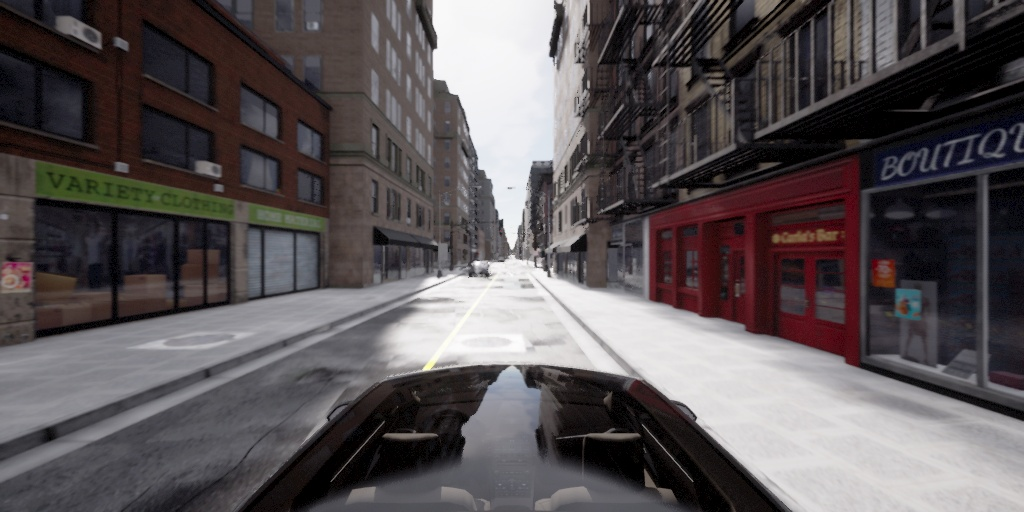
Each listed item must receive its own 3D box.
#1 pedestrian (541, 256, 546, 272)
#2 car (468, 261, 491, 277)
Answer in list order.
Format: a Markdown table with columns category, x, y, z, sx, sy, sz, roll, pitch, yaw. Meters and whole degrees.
| category | x | y | z | sx | sy | sz | roll | pitch | yaw |
| --- | --- | --- | --- | --- | --- | --- | --- | --- | --- |
| pedestrian | 3.619 | 0.859 | 41.238 | 0.375 | 1.860 | 0.375 | 0 | 0 | 0 |
| car | -3.054 | 1.213 | 34.499 | 2.128 | 1.511 | 4.902 | 0 | 0 | 1 |
